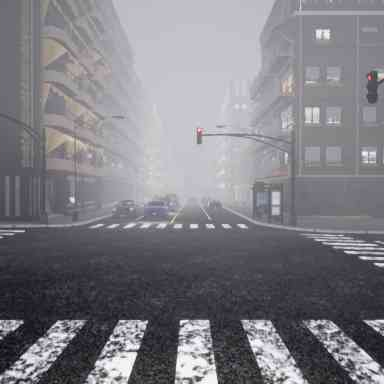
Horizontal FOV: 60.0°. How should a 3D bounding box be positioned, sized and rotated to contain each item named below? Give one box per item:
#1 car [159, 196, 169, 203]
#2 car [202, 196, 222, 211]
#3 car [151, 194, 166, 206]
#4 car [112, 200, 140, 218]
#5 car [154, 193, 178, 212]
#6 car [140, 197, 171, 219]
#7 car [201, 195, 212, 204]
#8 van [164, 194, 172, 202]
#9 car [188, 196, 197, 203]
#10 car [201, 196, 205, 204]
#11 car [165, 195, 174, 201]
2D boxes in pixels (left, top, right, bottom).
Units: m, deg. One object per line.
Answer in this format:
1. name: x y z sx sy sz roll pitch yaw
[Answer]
1. car: -5.712 1.520 68.545 1.752 1.417 4.829 0 0 0
2. car: 2.676 1.547 40.518 2.008 1.369 4.403 0 0 0
3. car: -5.710 1.311 57.437 2.192 1.841 5.009 0 0 0
4. car: -5.701 1.437 29.244 1.967 1.590 4.097 0 0 0
5. car: -3.099 1.348 38.953 2.097 1.767 4.553 0 0 0
6. car: -3.096 1.474 29.325 1.882 1.535 5.008 0 0 -1
7. car: 2.670 1.435 63.073 1.967 1.590 4.097 0 0 0
8. van: -5.715 1.335 79.992 1.690 1.788 3.998 0 0 0
9. car: 0.079 1.559 69.743 1.994 1.385 4.181 0 0 0
10. car: 2.675 1.541 46.156 1.887 1.381 4.507 0 0 0
11. car: -5.716 1.543 85.631 2.008 1.369 4.403 0 0 0
